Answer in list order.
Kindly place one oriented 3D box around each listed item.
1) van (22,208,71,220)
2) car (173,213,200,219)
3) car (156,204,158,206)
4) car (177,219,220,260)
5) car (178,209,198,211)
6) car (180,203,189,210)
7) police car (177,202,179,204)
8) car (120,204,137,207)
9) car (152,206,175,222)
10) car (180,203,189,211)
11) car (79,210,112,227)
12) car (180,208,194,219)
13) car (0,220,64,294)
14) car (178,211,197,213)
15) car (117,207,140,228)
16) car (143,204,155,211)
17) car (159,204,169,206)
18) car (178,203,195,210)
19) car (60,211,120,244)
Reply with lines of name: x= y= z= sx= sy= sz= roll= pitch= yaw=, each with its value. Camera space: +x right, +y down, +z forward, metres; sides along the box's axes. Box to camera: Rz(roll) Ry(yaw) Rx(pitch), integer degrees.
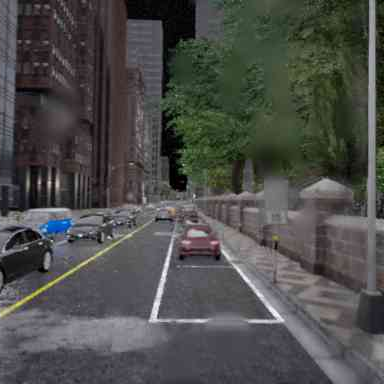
van: x=-8.439 y=1.865 z=19.650 sx=1.690 sy=1.788 sz=3.998 roll=1 pitch=-2 yaw=-2
car: x=0.079 y=2.227 z=19.916 sx=2.008 sy=1.369 sz=4.403 roll=1 pitch=-2 yaw=-2
car: x=-10.509 y=3.723 z=85.888 sx=1.967 sy=1.590 sz=4.097 roll=1 pitch=-1 yaw=-2
car: x=0.251 y=2.086 z=14.396 sx=1.802 sy=1.307 sz=4.206 roll=1 pitch=-2 yaw=-2
car: x=-0.267 y=2.588 z=30.957 sx=1.802 sy=1.307 sz=4.206 roll=1 pitch=-2 yaw=-2
car: x=-1.987 y=3.750 z=86.165 sx=2.192 sy=1.841 sz=5.009 roll=1 pitch=-1 yaw=-2
police car: x=-1.739 y=3.340 z=65.451 sx=1.930 sy=1.638 sz=5.238 roll=1 pitch=-1 yaw=-2
car: x=-9.300 y=2.628 z=47.253 sx=2.192 sy=1.841 sz=5.009 roll=1 pitch=-2 yaw=-2
car: x=-3.228 y=2.753 z=39.054 sx=1.994 sy=1.385 sz=4.181 roll=1 pitch=-2 yaw=-1
car: x=-1.814 y=3.616 z=80.645 sx=2.192 sy=1.841 sz=5.009 roll=1 pitch=-1 yaw=-2
car: x=-8.787 y=2.398 z=30.685 sx=1.887 sy=1.381 sz=4.507 roll=1 pitch=-2 yaw=-2
car: x=-0.783 y=3.009 z=47.520 sx=1.887 sy=1.381 sz=4.507 roll=1 pitch=-2 yaw=-2
car: x=-5.447 y=1.743 z=9.161 sx=1.837 sy=1.490 sz=4.892 roll=1 pitch=-2 yaw=-2
car: x=-0.096 y=2.409 z=25.436 sx=1.947 sy=1.339 sz=4.313 roll=1 pitch=-2 yaw=-2
car: x=-6.080 y=2.378 z=29.788 sx=1.837 sy=1.490 sz=4.892 roll=1 pitch=-2 yaw=-2
car: x=-10.166 y=3.564 z=74.845 sx=2.008 sy=1.369 sz=4.403 roll=1 pitch=-1 yaw=-2
car: x=-3.621 y=2.971 z=50.453 sx=1.882 sy=1.535 sz=5.008 roll=1 pitch=-2 yaw=-1
car: x=-0.435 y=2.479 z=36.485 sx=2.192 sy=1.841 sz=5.009 roll=1 pitch=-2 yaw=-2
car: x=-5.766 y=2.067 z=19.438 sx=1.837 sy=1.490 sz=4.892 roll=1 pitch=-2 yaw=-2
